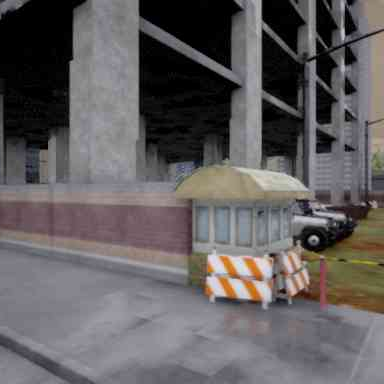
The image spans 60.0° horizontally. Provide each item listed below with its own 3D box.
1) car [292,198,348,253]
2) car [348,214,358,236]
[{"bbox_3d":[3.694,1.161,13.003,3.866,1.878,1.905,0,0,36],"label":"car"},{"bbox_3d":[5.416,1.162,15.388,3.866,1.878,1.905,0,0,36],"label":"car"}]
